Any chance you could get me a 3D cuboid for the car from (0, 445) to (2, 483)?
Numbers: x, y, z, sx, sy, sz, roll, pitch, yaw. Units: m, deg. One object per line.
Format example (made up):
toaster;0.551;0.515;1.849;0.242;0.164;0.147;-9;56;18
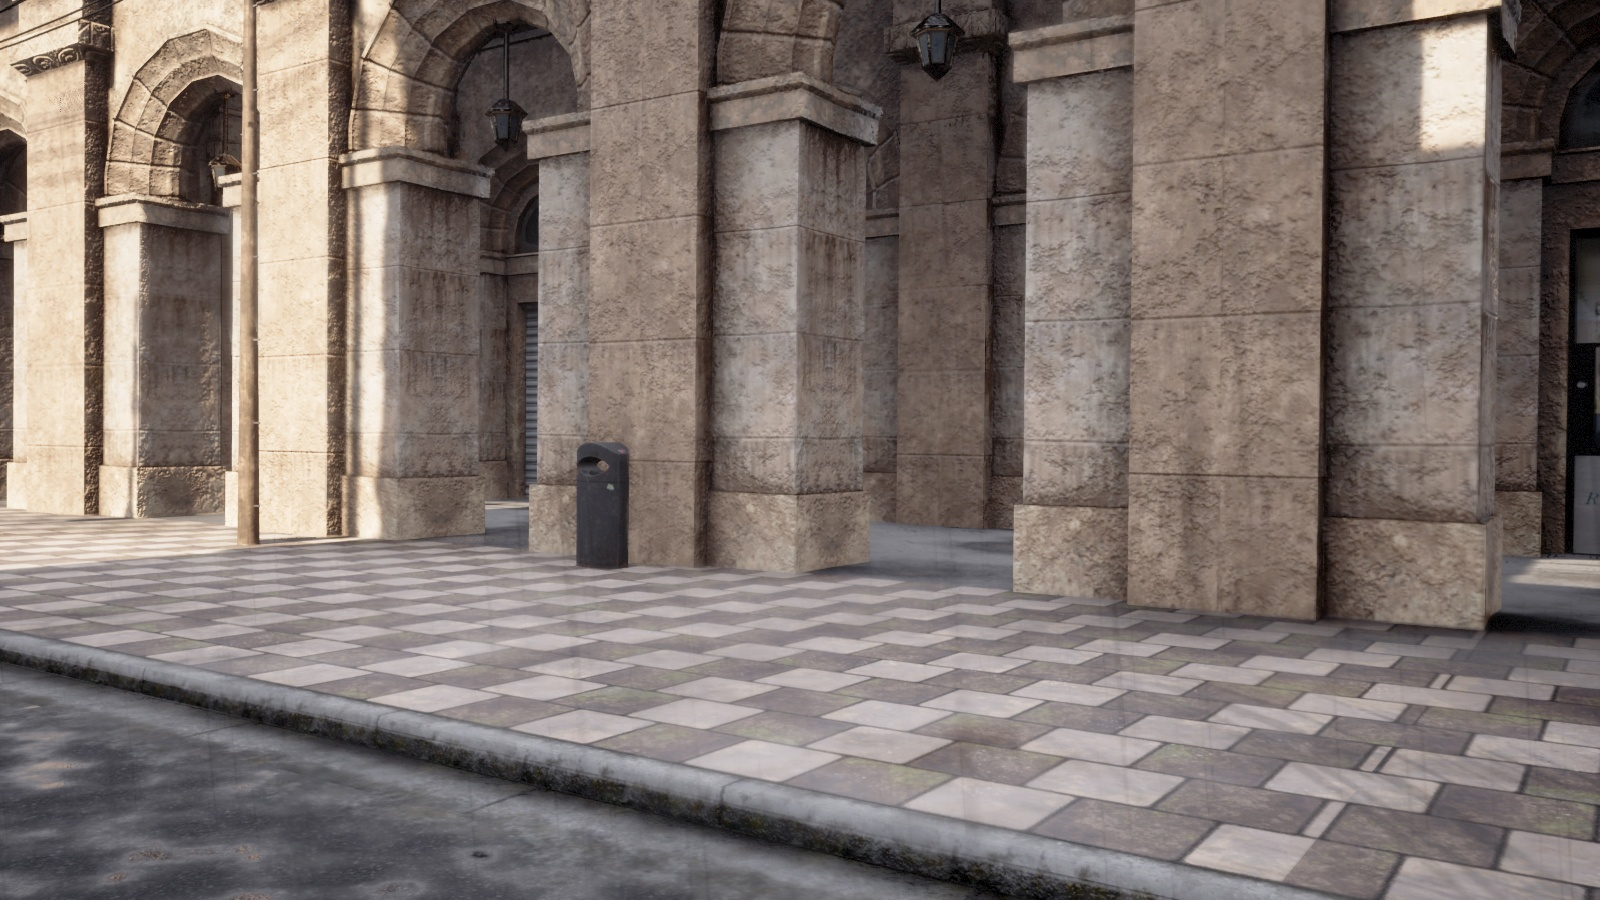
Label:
car;-30.009;0.524;42.477;1.895;1.301;4.718;0;1;34
